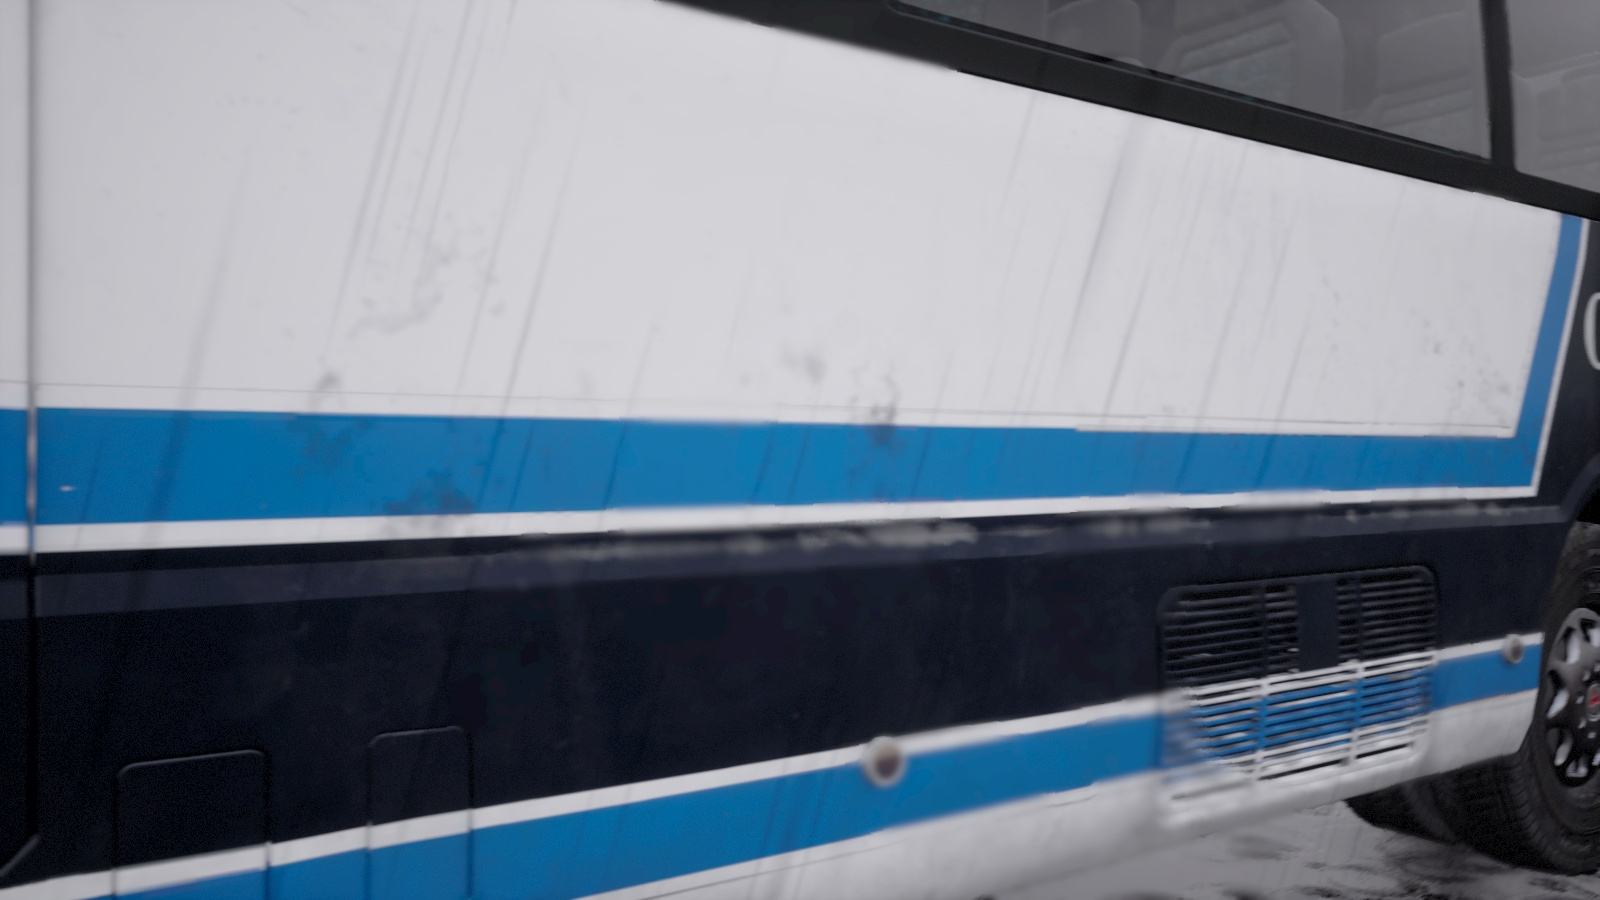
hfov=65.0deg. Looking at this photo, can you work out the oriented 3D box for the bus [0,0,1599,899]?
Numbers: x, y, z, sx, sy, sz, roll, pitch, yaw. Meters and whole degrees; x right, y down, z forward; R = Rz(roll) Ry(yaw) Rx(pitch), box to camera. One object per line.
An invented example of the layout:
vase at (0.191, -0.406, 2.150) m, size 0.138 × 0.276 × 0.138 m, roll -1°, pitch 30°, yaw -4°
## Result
bus at (-0.258, -0.621, 4.096) m, size 10.273 × 4.253 × 3.944 m, roll 0°, pitch 0°, yaw -35°
